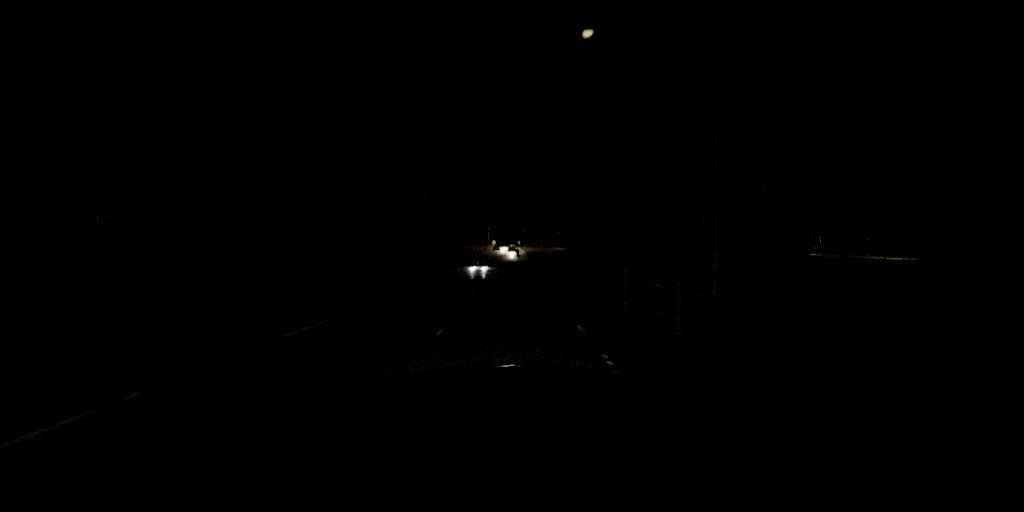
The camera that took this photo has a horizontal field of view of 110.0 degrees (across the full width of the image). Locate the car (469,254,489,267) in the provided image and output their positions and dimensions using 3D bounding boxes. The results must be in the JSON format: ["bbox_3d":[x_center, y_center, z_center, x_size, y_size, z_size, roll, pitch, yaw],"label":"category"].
[{"bbox_3d":[-3.572,0.458,39.460,1.994,1.385,4.181,0,1,0],"label":"car"}]

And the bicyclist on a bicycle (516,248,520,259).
[{"bbox_3d":[0.959,-0.324,57.181,0.659,1.776,1.843,0,2,0],"label":"bicyclist on a bicycle"}]
